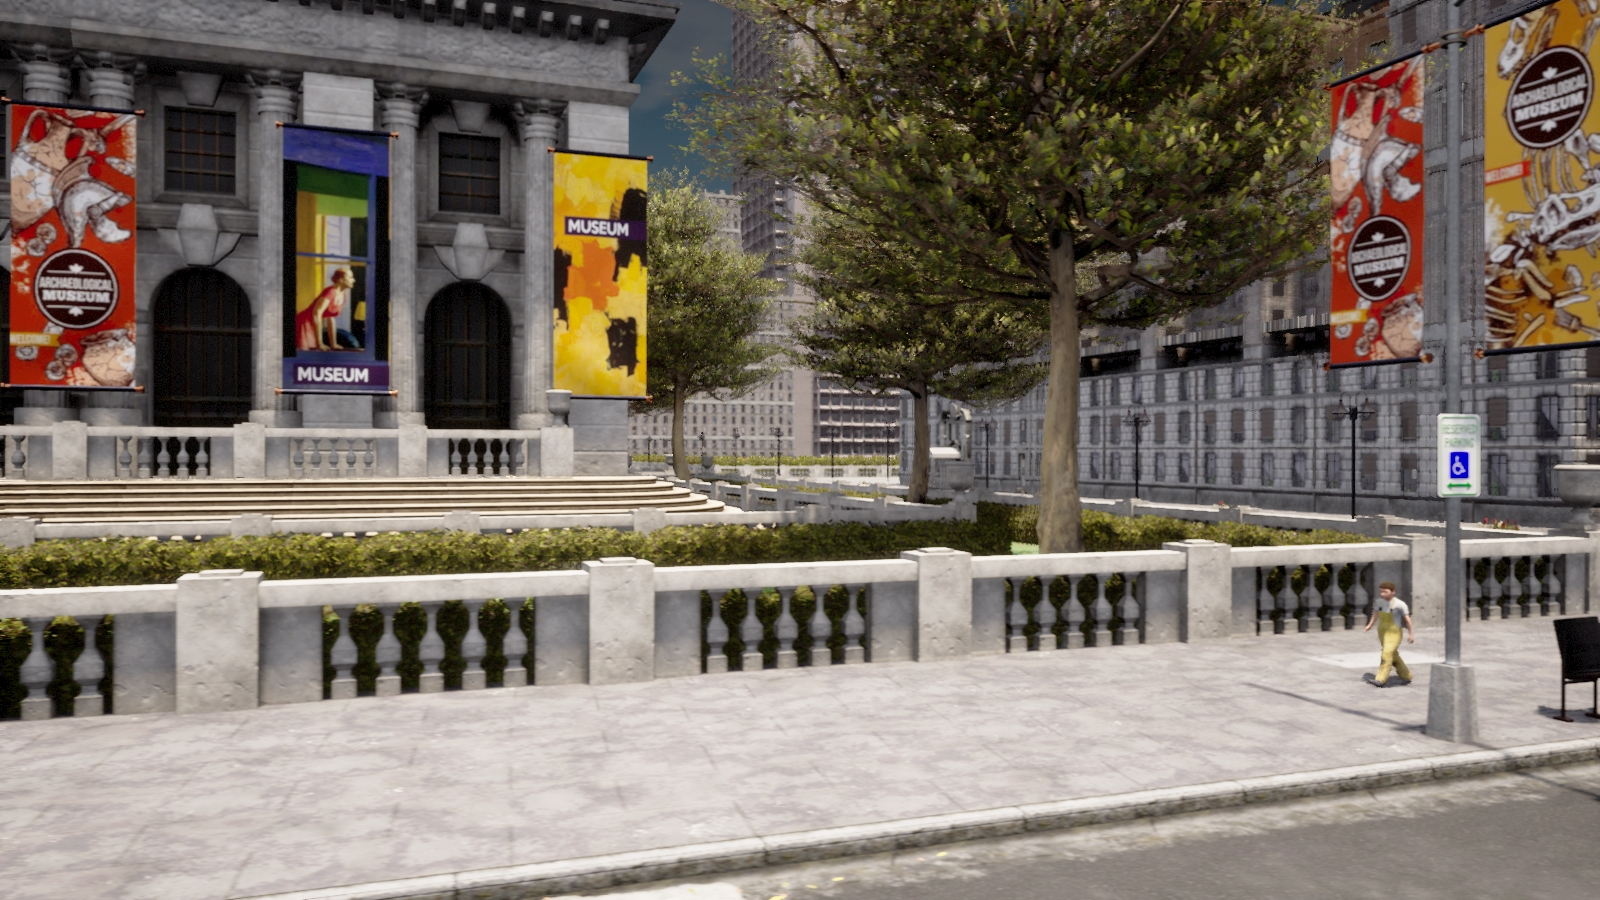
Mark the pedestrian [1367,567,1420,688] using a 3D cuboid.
[{"bbox_3d":[6.756,2.008,13.012,0.375,1.300,0.375,0,0,-20],"label":"pedestrian"}]
